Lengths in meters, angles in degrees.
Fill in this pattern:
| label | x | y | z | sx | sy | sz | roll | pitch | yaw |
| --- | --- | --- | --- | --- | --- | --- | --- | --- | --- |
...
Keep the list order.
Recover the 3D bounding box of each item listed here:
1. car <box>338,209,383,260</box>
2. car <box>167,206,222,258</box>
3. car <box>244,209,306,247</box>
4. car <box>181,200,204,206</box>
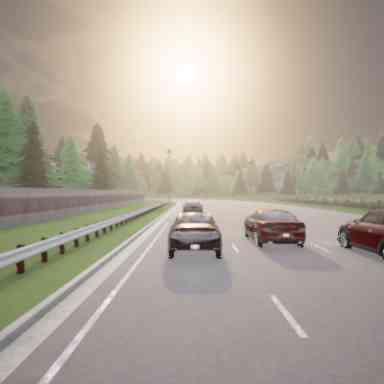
| label | x | y | z | sx | sy | sz | roll | pitch | yaw |
| --- | --- | --- | --- | --- | --- | --- | --- | --- | --- |
| car | 7.095 | 1.376 | 11.925 | 2.097 | 1.767 | 4.553 | 0 | 0 | 0 |
| car | 0.095 | 1.518 | 12.888 | 2.128 | 1.511 | 4.902 | 0 | 0 | 0 |
| car | 3.594 | 1.508 | 15.168 | 1.882 | 1.535 | 5.008 | 0 | 0 | 0 |
| car | 0.089 | 1.568 | 31.270 | 1.837 | 1.490 | 4.892 | 0 | 0 | 0 |
